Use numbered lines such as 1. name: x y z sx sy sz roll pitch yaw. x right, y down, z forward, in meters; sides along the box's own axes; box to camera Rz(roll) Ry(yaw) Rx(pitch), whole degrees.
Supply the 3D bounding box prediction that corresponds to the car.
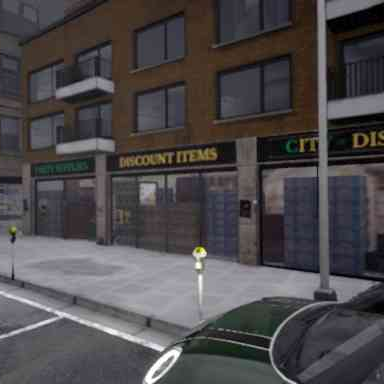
1. car: 1.749 1.351 2.152 4.553 1.767 2.097 0 0 35
